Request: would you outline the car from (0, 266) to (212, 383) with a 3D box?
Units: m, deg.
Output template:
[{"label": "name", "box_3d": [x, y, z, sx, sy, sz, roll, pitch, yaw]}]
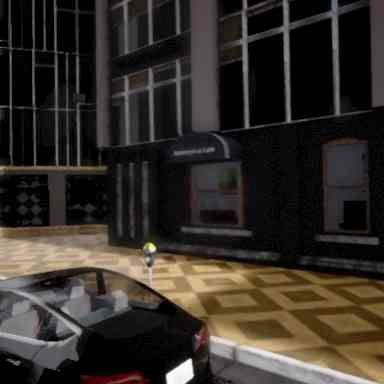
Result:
[{"label": "car", "box_3d": [-1.791, 1.604, 4.005, 4.313, 1.339, 1.947, -1, -1, 36]}]
